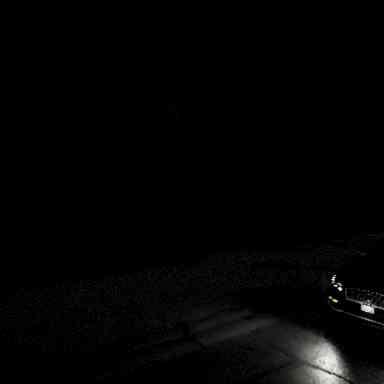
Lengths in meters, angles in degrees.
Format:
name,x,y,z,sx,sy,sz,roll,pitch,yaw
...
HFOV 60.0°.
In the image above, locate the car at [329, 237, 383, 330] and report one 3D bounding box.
name,x,y,z,sx,sy,sz,roll,pitch,yaw
car,4.573,1.463,6.324,4.892,1.490,1.837,0,0,-35
